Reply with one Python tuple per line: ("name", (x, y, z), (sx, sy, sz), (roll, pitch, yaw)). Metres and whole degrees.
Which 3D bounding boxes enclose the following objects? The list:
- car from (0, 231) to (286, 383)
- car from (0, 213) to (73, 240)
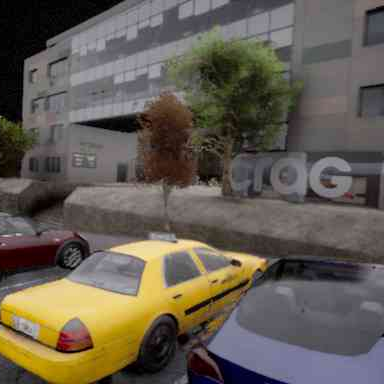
("car", (-0.330, 1.463, 5.745), (1.946, 1.575, 5.366), (0, 0, 36))
("car", (-5.005, 1.319, 8.814), (2.185, 1.767, 4.553), (0, 0, 36))
